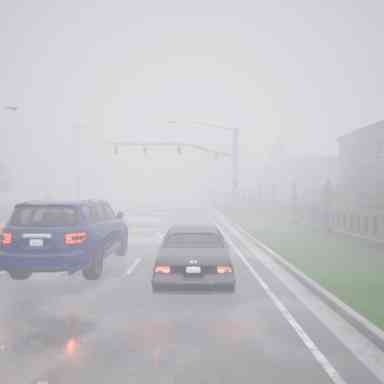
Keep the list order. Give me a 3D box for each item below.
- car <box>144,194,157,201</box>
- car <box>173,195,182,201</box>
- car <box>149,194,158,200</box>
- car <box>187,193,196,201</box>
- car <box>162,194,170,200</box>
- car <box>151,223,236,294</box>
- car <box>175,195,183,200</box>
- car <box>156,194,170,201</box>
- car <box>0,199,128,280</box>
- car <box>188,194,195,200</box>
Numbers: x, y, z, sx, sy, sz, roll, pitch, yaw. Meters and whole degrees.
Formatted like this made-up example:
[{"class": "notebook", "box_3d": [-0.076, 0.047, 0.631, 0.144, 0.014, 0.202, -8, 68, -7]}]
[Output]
[{"class": "car", "box_3d": [-10.637, 1.503, 82.941, 1.812, 1.442, 4.674, 0, 0, 0]}, {"class": "car", "box_3d": [-3.636, 1.456, 82.535, 1.882, 1.535, 5.008, 0, 0, 0]}, {"class": "car", "box_3d": [-10.653, 1.295, 92.944, 1.882, 1.535, 5.008, 0, 0, 0]}, {"class": "car", "box_3d": [-0.136, 1.203, 82.571, 2.150, 2.045, 5.566, 0, 0, 0]}, {"class": "car", "box_3d": [-7.153, 1.369, 92.950, 1.994, 1.385, 4.181, 0, 0, 0]}, {"class": "car", "box_3d": [0.043, 1.546, 8.925, 2.033, 1.411, 5.357, 0, 0, 0]}, {"class": "car", "box_3d": [-3.653, 1.412, 92.985, 1.895, 1.301, 4.718, 0, 0, 0]}, {"class": "car", "box_3d": [-7.137, 1.574, 82.976, 1.895, 1.301, 4.718, 0, 0, 0]}, {"class": "car", "box_3d": [-3.450, 1.220, 10.080, 2.150, 2.045, 5.566, 0, 0, 0]}, {"class": "car", "box_3d": [-0.153, 1.369, 92.961, 1.994, 1.385, 4.181, 0, 0, 0]}]
